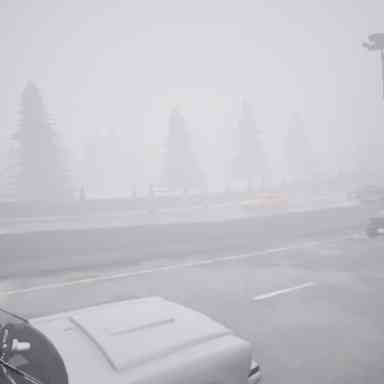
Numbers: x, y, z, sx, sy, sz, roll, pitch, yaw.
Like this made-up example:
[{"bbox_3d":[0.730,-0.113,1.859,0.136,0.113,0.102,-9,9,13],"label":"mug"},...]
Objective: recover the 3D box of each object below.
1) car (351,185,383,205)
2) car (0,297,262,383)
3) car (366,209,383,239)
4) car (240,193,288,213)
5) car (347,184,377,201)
[{"bbox_3d":[16.292,0.457,28.490,5.357,1.411,2.033,-6,4,-35],"label":"car"},{"bbox_3d":[-1.686,1.601,2.543,4.718,1.301,1.895,0,0,-35],"label":"car"},{"bbox_3d":[9.564,1.309,14.860,4.674,1.442,1.812,-3,2,-35],"label":"car"},{"bbox_3d":[6.566,0.928,30.154,5.008,1.535,1.882,-4,2,-35],"label":"car"},{"bbox_3d":[17.633,-0.012,33.732,4.902,1.511,2.128,-8,4,-35],"label":"car"}]
